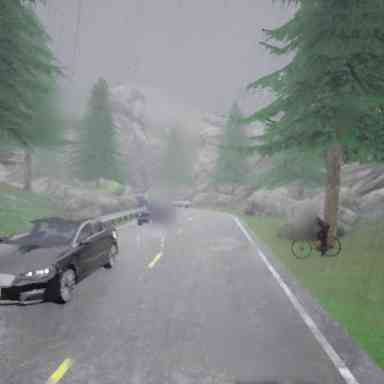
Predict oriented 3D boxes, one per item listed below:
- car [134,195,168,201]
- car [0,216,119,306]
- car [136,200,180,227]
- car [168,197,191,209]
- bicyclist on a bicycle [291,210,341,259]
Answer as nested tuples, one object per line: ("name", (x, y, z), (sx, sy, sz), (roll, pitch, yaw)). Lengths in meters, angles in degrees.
("car", (-5.246, 1.090, 38.043), (1.882, 1.535, 5.008), (1, 0, -37))
("car", (-3.169, 1.369, 7.945), (2.128, 1.511, 4.902), (1, 0, 4))
("car", (-2.161, 1.400, 21.338), (1.895, 1.301, 4.718), (1, 0, 5))
("car", (-2.076, 1.267, 39.425), (1.895, 1.301, 4.718), (1, 0, -33))
("bicyclist on a bicycle", (4.127, 1.406, 11.163), (1.656, 1.620, 0.582), (-5, -2, 4))
